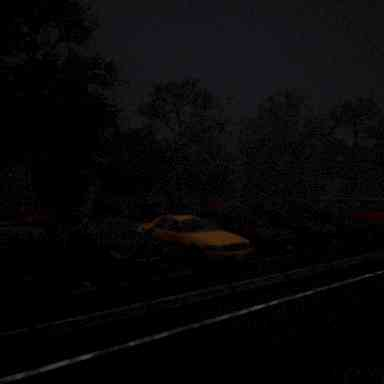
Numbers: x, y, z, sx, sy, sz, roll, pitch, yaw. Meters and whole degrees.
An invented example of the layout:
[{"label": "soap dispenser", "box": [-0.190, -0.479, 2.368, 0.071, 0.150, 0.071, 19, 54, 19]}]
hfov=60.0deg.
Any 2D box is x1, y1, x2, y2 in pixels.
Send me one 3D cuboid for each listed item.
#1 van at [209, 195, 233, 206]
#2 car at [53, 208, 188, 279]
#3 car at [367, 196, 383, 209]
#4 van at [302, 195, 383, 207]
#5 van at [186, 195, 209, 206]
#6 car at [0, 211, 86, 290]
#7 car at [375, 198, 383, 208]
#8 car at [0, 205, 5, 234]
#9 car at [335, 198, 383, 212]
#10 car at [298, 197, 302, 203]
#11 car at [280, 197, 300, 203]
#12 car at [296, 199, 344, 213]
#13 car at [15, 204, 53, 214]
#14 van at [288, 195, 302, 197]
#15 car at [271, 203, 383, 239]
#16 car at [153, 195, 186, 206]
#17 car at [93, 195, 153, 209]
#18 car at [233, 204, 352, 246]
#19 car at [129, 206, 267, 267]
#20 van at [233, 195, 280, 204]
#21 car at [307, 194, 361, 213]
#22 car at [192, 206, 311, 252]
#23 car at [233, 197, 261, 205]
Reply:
[{"label": "van", "box": [1.227, 1.269, 29.250, 1.878, 1.987, 4.442, 0, 0, -35]}, {"label": "car", "box": [-2.502, 1.501, 10.415, 2.231, 1.521, 4.892, 0, 0, -35]}, {"label": "car", "box": [28.259, 1.563, 48.365, 2.185, 1.767, 4.553, 1, 0, -35]}, {"label": "van", "box": [8.747, 1.270, 18.548, 1.878, 1.987, 4.442, 0, 0, -35]}, {"label": "van", "box": [-0.895, 1.270, 27.454, 1.878, 1.987, 4.442, 0, 0, -35]}, {"label": "car", "box": [-4.757, 1.502, 8.796, 2.231, 1.521, 4.892, 0, 0, -35]}, {"label": "car", "box": [30.538, 1.712, 49.940, 2.097, 1.535, 5.008, 1, 0, -35]}, {"label": "car", "box": [-12.355, 1.540, 19.454, 2.002, 1.452, 4.674, 0, 0, -35]}, {"label": "car", "box": [21.713, 1.617, 43.444, 1.946, 1.575, 5.366, 1, 0, -35]}, {"label": "car", "box": [10.200, 1.541, 35.522, 2.163, 1.488, 4.792, 0, 0, -35]}, {"label": "car", "box": [8.049, 1.530, 33.992, 2.163, 1.488, 4.792, 0, 0, -35]}, {"label": "car", "box": [14.850, 1.580, 38.758, 2.163, 1.488, 4.792, 1, 0, -35]}, {"label": "car", "box": [-9.991, 1.499, 21.124, 2.097, 1.535, 5.008, 0, 0, -35]}, {"label": "van", "box": [12.409, 1.303, 37.200, 1.878, 1.987, 4.442, 0, 0, -35]}, {"label": "car", "box": [6.569, 1.526, 16.820, 2.163, 1.488, 4.792, 0, 0, -35]}, {"label": "car", "box": [-3.204, 1.245, 25.922, 2.435, 2.045, 5.566, 0, 0, -35]}, {"label": "car", "box": [-5.462, 1.246, 24.317, 2.435, 2.045, 5.566, 0, 0, -35]}, {"label": "car", "box": [4.306, 1.527, 15.212, 2.163, 1.488, 4.792, 0, 0, -35]}, {"label": "car", "box": [-0.128, 1.496, 11.867, 1.946, 1.575, 5.366, 0, 0, -35]}, {"label": "van", "box": [5.886, 1.270, 32.286, 1.878, 1.987, 4.442, 0, 0, -36]}, {"label": "car", "box": [17.076, 1.322, 40.410, 2.435, 2.045, 5.566, 1, 0, -35]}, {"label": "car", "box": [2.044, 1.528, 13.603, 2.163, 1.488, 4.792, 0, 0, -35]}, {"label": "car", "box": [3.549, 1.493, 30.764, 2.097, 1.535, 5.008, 0, 0, -35]}]
